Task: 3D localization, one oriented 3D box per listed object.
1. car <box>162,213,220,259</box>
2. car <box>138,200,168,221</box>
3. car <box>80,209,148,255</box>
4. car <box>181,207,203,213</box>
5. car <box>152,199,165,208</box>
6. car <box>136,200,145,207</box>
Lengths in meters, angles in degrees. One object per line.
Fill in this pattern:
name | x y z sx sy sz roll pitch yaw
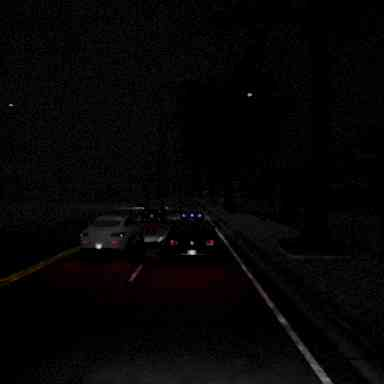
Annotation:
car | 0.020 1.737 13.255 1.895 1.301 4.718 0 -1 1
car | -3.217 1.790 29.256 1.882 1.535 5.008 0 0 1
car | -3.222 1.668 13.897 1.812 1.442 4.674 0 0 1
car | 0.021 1.903 28.267 1.895 1.301 4.718 0 -1 1
car | -6.509 2.230 65.346 1.882 1.535 5.008 0 -1 0
car | -9.759 2.230 65.347 1.882 1.535 5.008 0 -1 0
